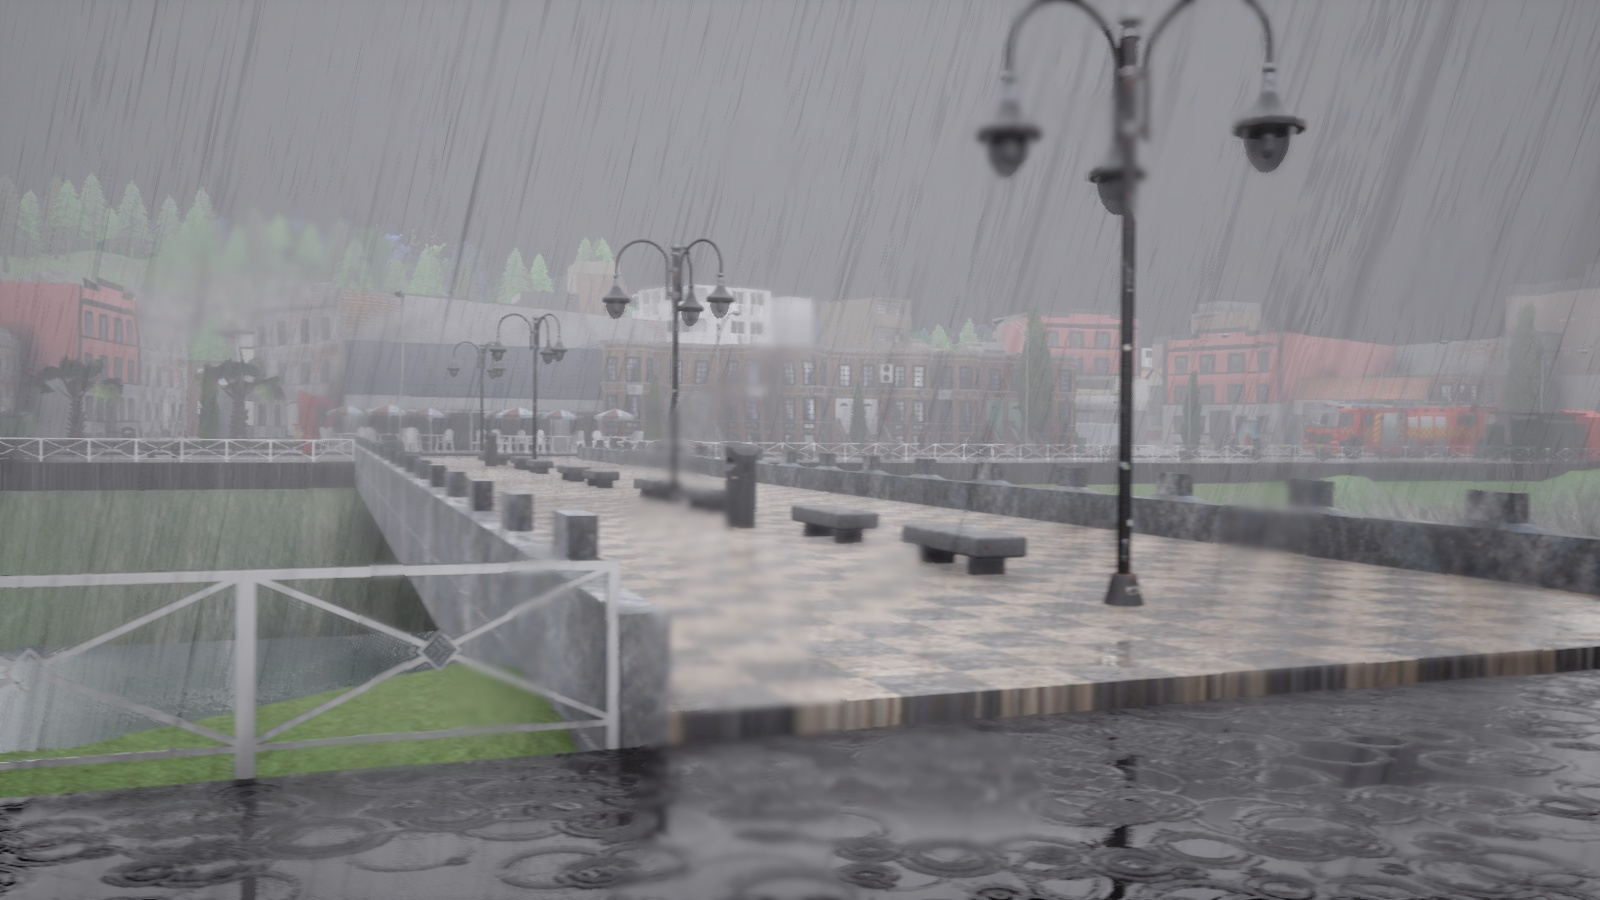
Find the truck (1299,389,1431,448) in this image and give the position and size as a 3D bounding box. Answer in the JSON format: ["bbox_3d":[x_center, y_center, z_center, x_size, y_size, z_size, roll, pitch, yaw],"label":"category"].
[{"bbox_3d":[37.871,-2.145,84.127,8.468,3.827,2.891,-1,1,-21],"label":"truck"}]

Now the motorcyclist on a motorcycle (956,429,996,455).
[{"bbox_3d":[10.343,-0.478,73.681,2.191,1.530,0.866,-1,1,-21],"label":"motorcyclist on a motorcycle"}]

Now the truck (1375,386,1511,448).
[{"bbox_3d":[41.625,-2.139,81.275,8.468,3.827,2.891,-1,1,-21],"label":"truck"}]
